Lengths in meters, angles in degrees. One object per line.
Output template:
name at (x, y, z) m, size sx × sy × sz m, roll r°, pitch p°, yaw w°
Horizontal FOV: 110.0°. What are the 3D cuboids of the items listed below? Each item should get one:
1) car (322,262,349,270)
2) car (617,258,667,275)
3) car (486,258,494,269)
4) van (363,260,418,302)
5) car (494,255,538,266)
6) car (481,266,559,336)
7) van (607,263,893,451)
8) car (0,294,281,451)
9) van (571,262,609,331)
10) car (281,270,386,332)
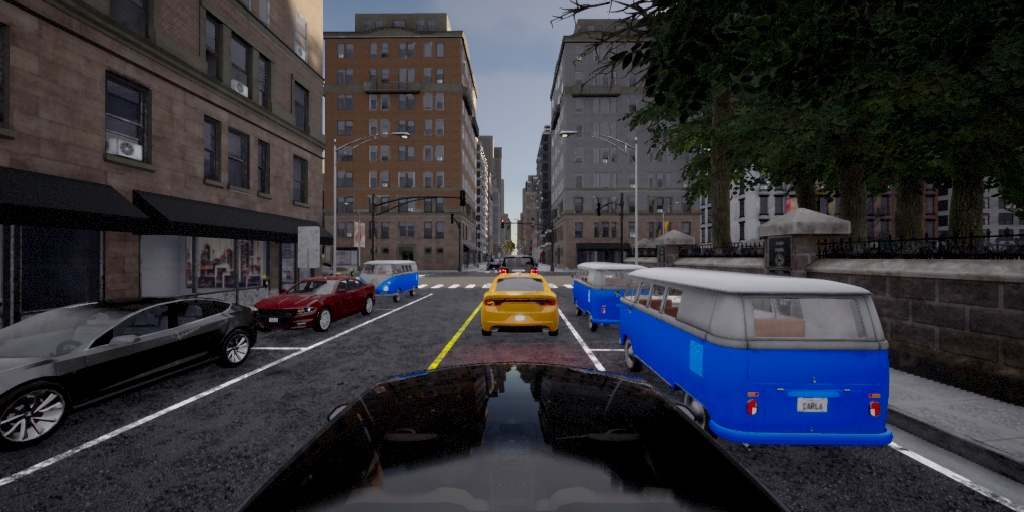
car at (-15.915, 1.279, 28.641) m, size 5.357 × 1.411 × 2.033 m, roll 0°, pitch 0°, yaw 1°
car at (13.863, 1.093, 38.411) m, size 4.553 × 1.767 × 2.097 m, roll 0°, pitch 0°, yaw 0°
car at (-2.295, 1.085, 49.659) m, size 2.097 × 1.767 × 4.553 m, roll 0°, pitch 0°, yaw 2°
van at (-5.579, 1.087, 16.527) m, size 1.690 × 1.789 × 3.998 m, roll 0°, pitch 0°, yaw 1°
car at (0.334, 0.965, 20.409) m, size 2.150 × 2.045 × 5.566 m, roll 0°, pitch 0°, yaw 0°
car at (0.227, 1.226, 10.453) m, size 1.882 × 1.535 × 5.008 m, roll 0°, pitch 0°, yaw 1°
van at (2.716, 1.090, 5.049) m, size 1.690 × 1.789 × 3.998 m, roll 0°, pitch 0°, yaw 1°
car at (-5.807, 1.315, 5.209) m, size 1.948 × 1.339 × 4.313 m, roll 0°, pitch 0°, yaw 1°
van at (2.831, 1.089, 10.705) m, size 1.690 × 1.789 × 3.998 m, roll 0°, pitch 0°, yaw 1°
car at (-5.693, 1.294, 10.868) m, size 1.888 × 1.381 × 4.507 m, roll 0°, pitch 0°, yaw 1°
